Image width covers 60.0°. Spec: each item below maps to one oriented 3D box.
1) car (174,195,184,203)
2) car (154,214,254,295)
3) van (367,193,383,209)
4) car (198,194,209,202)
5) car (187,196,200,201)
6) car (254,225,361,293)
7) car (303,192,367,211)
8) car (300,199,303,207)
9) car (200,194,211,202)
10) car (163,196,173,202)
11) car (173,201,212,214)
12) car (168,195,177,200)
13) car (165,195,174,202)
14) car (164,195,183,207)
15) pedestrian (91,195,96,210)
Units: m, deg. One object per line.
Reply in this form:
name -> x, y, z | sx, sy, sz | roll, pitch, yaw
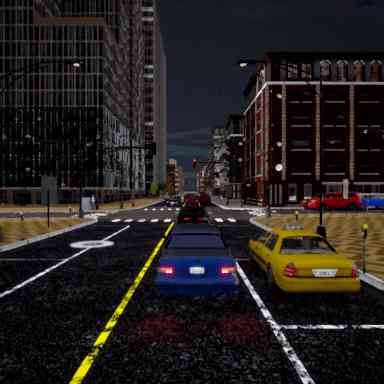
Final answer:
car -> -2.760, 1.482, 71.334 | 1.882, 1.535, 5.008 | 0, 0, 0
car -> 0.096, 1.547, 8.881 | 2.033, 1.411, 5.357 | 0, 0, 0
van -> 20.964, 1.050, 38.986 | 3.998, 1.788, 1.690 | -1, 1, -1
car -> 2.553, 1.320, 74.565 | 2.192, 1.841, 5.009 | 0, 0, 0
car -> 0.093, 1.567, 63.146 | 1.994, 1.385, 4.181 | 0, 0, 0
car -> 2.563, 1.525, 8.732 | 1.752, 1.417, 4.829 | 0, 0, 0
car -> 15.614, 1.002, 36.468 | 5.566, 2.045, 2.150 | -1, 0, -1
car -> 15.308, 1.095, 38.925 | 5.009, 1.841, 2.192 | -1, 1, -1
car -> 2.555, 1.318, 63.379 | 2.192, 1.841, 5.009 | 0, 0, 0
car -> -5.327, 1.556, 74.564 | 2.008, 1.369, 4.403 | 0, 0, 0
car -> 0.081, 1.505, 18.622 | 1.837, 1.490, 4.892 | 0, 0, 0
car -> -5.329, 1.558, 91.343 | 2.008, 1.369, 4.403 | 0, 0, 0
car -> -5.328, 1.550, 80.157 | 1.887, 1.381, 4.507 | 0, 0, 0
car -> -2.851, 1.494, 51.221 | 2.128, 1.511, 4.902 | 0, 0, 0
pedestrian -> -12.354, 1.270, 41.567 | 0.375, 1.860, 0.375 | 0, 1, -1
